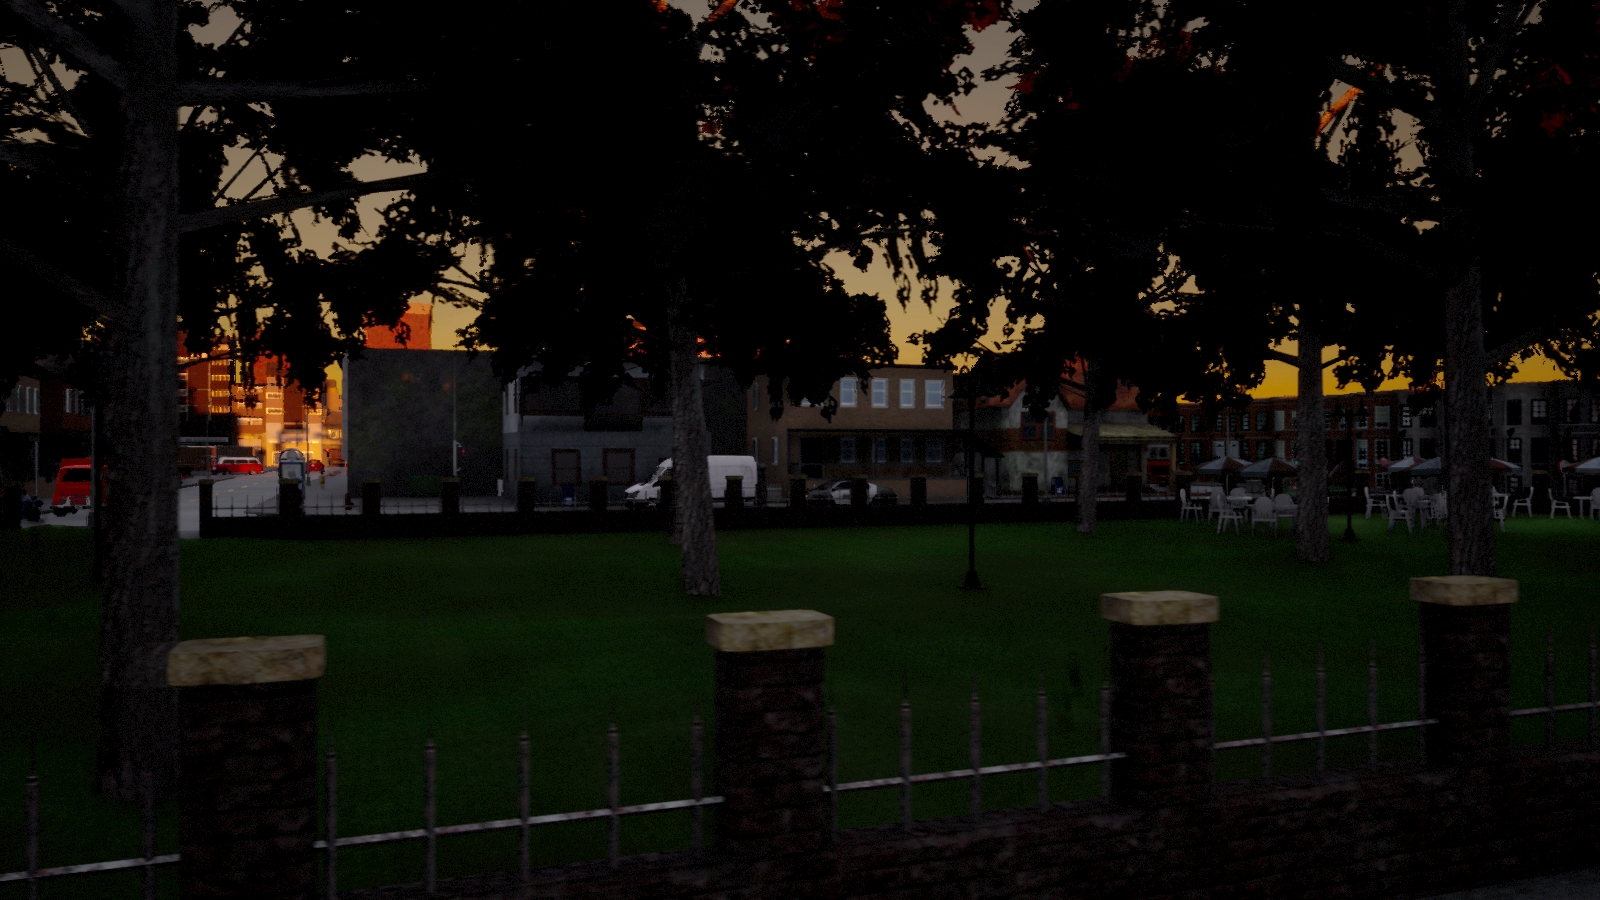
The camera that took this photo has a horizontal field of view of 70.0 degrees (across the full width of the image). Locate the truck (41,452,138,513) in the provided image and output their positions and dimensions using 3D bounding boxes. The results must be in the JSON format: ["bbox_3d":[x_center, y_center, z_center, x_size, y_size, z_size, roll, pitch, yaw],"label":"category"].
[{"bbox_3d":[-30.962,1.348,50.003,2.627,2.467,5.204,0,0,-21],"label":"truck"}]

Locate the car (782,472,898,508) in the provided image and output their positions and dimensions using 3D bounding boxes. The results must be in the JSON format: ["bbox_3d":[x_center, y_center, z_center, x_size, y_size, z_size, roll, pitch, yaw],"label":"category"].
[{"bbox_3d":[1.842,1.816,52.817,4.974,1.542,2.038,0,0,-21],"label":"car"}]

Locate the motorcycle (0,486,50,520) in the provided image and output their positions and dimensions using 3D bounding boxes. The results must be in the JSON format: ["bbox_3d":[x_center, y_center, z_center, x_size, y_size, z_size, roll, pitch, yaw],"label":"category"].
[{"bbox_3d":[-29.552,1.992,43.285,0.803,1.145,2.033,-2,0,5],"label":"motorcycle"}]

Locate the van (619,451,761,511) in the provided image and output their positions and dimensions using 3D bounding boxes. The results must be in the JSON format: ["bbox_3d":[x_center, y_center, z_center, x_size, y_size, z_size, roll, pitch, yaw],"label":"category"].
[{"bbox_3d":[-4.849,1.314,50.265,5.915,2.561,1.988,0,0,-20],"label":"van"}]

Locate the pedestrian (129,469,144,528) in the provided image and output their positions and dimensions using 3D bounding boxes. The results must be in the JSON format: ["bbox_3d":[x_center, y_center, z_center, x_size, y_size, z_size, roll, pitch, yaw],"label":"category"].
[{"bbox_3d":[-21.058,1.525,36.267,0.375,1.860,0.375,0,0,-20],"label":"pedestrian"}]
